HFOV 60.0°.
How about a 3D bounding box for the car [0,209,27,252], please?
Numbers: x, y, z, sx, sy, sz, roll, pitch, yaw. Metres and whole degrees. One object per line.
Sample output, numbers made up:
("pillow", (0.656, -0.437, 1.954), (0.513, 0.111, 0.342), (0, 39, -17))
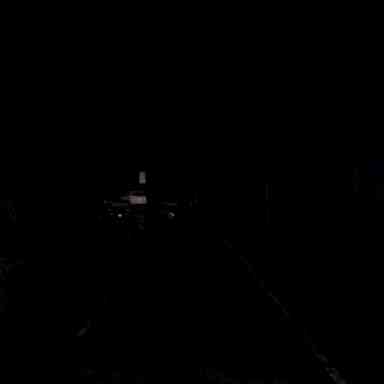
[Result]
("car", (-7.395, 1.504, 11.330), (1.994, 1.385, 4.181), (0, 1, -3))

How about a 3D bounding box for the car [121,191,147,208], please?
("car", (-7.276, 0.918, 40.846), (2.150, 2.045, 5.566), (0, 0, -27))

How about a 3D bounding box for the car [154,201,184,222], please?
("car", (-1.776, 1.364, 24.842), (1.812, 1.442, 4.674), (0, 0, -11))

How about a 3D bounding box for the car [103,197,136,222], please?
("car", (-5.271, 1.353, 24.451), (1.812, 1.442, 4.674), (0, 1, -12))

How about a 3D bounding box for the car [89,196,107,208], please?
("car", (-11.341, 1.209, 41.156), (2.033, 1.411, 5.357), (0, 0, -28))

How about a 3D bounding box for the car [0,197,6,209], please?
("car", (-11.172, 1.110, 16.166), (2.150, 2.045, 5.566), (0, 0, -5))
